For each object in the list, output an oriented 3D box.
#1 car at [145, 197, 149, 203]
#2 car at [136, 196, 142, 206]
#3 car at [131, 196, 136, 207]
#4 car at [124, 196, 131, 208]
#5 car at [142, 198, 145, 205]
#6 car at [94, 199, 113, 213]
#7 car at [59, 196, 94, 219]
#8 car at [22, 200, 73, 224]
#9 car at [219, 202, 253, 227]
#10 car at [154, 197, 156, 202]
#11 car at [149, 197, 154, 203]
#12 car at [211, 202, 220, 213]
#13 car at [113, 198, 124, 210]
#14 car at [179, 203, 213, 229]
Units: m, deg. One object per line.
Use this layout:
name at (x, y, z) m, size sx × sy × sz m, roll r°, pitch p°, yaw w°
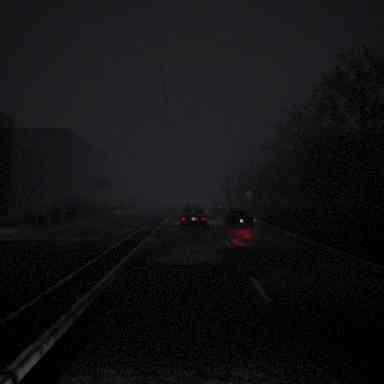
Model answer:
car at (-11.999, 2.103, 76.491) m, size 2.231 × 1.521 × 4.892 m, roll 0°, pitch -1°, yaw 0°
car at (-11.953, 1.750, 65.284) m, size 2.435 × 2.045 × 5.566 m, roll 0°, pitch -1°, yaw 0°
car at (-11.929, 1.948, 59.600) m, size 1.946 × 1.575 × 5.366 m, roll 0°, pitch -1°, yaw 0°
car at (-11.907, 1.778, 54.293) m, size 2.185 × 1.767 × 4.553 m, roll 0°, pitch -1°, yaw 0°
car at (-11.978, 2.053, 70.965) m, size 2.231 × 1.521 × 4.892 m, roll 0°, pitch -1°, yaw 0°
car at (-11.910, 1.793, 41.678) m, size 2.231 × 1.521 × 4.892 m, roll 0°, pitch -1°, yaw 1°
car at (-11.816, 1.456, 32.260) m, size 2.435 × 2.045 × 5.566 m, roll 0°, pitch -1°, yaw 0°
car at (-11.792, 1.660, 26.768) m, size 2.231 × 1.521 × 4.892 m, roll 0°, pitch -1°, yaw 0°
car at (3.357, 1.723, 24.934) m, size 1.837 × 1.490 × 4.892 m, roll 0°, pitch 0°, yaw 0°
car at (-12.067, 2.124, 93.092) m, size 2.185 × 1.767 × 4.553 m, roll 0°, pitch -1°, yaw 0°
car at (-12.045, 2.195, 87.349) m, size 1.946 × 1.575 × 5.366 m, roll 0°, pitch -1°, yaw 0°
car at (3.360, 1.911, 41.692) m, size 2.033 × 1.411 × 5.357 m, roll 0°, pitch -1°, yaw 0°
car at (-11.883, 1.850, 48.550) m, size 1.946 × 1.575 × 5.366 m, roll 0°, pitch -1°, yaw 0°
car at (0.101, 1.749, 23.108) m, size 2.033 × 1.411 × 5.357 m, roll 0°, pitch 0°, yaw 0°
